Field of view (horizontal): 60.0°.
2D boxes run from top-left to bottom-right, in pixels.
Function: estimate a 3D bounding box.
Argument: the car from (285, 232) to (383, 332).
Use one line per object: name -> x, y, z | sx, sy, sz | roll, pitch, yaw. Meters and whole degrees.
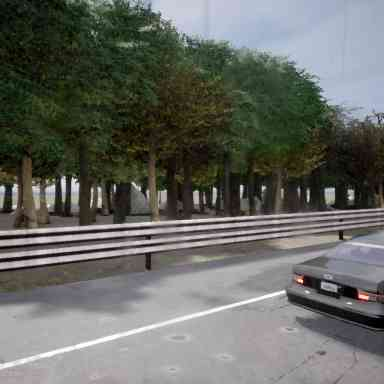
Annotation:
car -> 4.209, 1.547, 6.727 | 5.357, 1.411, 2.033 | 0, 0, -36
